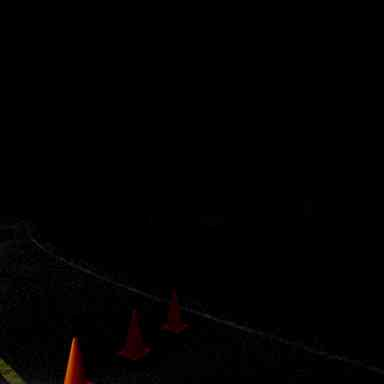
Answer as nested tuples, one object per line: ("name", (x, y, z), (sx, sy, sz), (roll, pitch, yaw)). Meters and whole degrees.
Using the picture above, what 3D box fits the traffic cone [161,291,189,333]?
("traffic cone", (-0.281, 1.931, 5.464), (0.340, 0.580, 0.340), (1, 1, 31))

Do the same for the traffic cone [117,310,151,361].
("traffic cone", (-0.800, 1.938, 4.613), (0.340, 0.580, 0.340), (1, 1, 31))

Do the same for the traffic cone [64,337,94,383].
("traffic cone", (-1.318, 1.945, 3.762), (0.340, 0.580, 0.340), (1, 1, 31))
